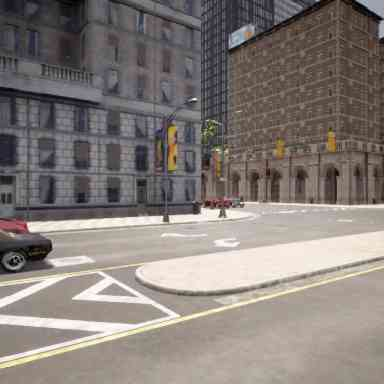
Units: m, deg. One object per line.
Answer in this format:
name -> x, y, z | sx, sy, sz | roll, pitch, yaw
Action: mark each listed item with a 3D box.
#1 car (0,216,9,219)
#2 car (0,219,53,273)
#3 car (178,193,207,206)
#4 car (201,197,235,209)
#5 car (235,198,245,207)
car -> -8.480, 1.526, 12.087 | 4.674, 1.442, 1.812 | 0, 0, -35
car -> -6.535, 1.601, 9.182 | 4.718, 1.301, 1.895 | 0, 0, -35
car -> 0.024, 1.221, 57.127 | 2.150, 2.045, 5.566 | 0, 0, -34
car -> 3.234, 1.478, 46.396 | 1.882, 1.535, 5.008 | 0, 0, -35
car -> 5.663, 1.492, 49.027 | 2.128, 1.511, 4.902 | 0, 0, -35
